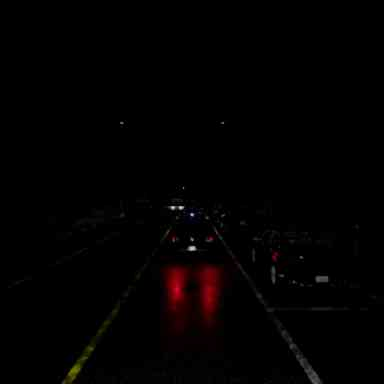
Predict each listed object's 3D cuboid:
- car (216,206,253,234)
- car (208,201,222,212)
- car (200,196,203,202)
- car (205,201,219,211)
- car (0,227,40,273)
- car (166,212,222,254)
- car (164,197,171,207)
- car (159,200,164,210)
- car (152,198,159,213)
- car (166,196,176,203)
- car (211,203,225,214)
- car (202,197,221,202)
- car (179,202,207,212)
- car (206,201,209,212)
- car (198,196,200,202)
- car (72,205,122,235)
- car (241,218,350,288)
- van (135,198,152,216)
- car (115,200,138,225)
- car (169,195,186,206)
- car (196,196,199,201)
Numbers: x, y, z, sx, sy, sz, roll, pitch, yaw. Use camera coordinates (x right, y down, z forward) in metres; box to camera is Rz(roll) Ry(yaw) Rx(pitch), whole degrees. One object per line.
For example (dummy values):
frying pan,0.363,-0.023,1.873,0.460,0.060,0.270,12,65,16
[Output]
car,2.775,1.759,20.240,1.947,1.339,4.313,0,-1,0
car,2.782,1.822,31.383,1.752,1.417,4.829,0,-1,0
car,2.795,1.813,53.160,2.192,1.841,5.009,0,-1,0
car,2.792,1.974,47.842,1.752,1.417,4.829,0,-1,0
car,-5.757,1.673,9.279,1.802,1.307,4.206,0,-1,0
car,0.011,1.737,14.095,1.895,1.301,4.718,0,0,0
car,-5.723,2.160,64.155,1.947,1.339,4.313,0,0,0
car,-5.734,1.763,47.694,2.192,1.841,5.009,0,-1,0
car,-5.737,1.837,42.205,1.967,1.590,4.097,0,-1,0
car,-5.706,2.120,90.716,2.192,1.841,5.009,0,0,0
car,2.778,1.810,25.726,1.947,1.339,4.313,0,-1,0
car,2.788,1.712,42.188,2.192,1.841,5.009,0,-1,0
car,0.022,1.841,29.289,1.994,1.385,4.181,0,0,0
car,2.785,1.928,36.699,1.802,1.307,4.206,0,-1,0
car,2.802,1.909,64.134,2.192,1.841,5.009,0,0,0
car,-5.750,1.717,20.085,1.752,1.417,4.829,0,-1,0
car,2.769,1.641,9.266,2.008,1.369,4.403,0,-1,0
van,-5.740,1.687,36.719,1.690,1.788,3.998,0,-1,0
car,-5.747,1.684,25.743,1.967,1.590,4.097,0,-1,0
car,-2.961,1.830,67.684,2.150,2.045,5.566,0,-1,0
car,2.818,2.370,90.690,1.947,1.339,4.313,0,0,0
